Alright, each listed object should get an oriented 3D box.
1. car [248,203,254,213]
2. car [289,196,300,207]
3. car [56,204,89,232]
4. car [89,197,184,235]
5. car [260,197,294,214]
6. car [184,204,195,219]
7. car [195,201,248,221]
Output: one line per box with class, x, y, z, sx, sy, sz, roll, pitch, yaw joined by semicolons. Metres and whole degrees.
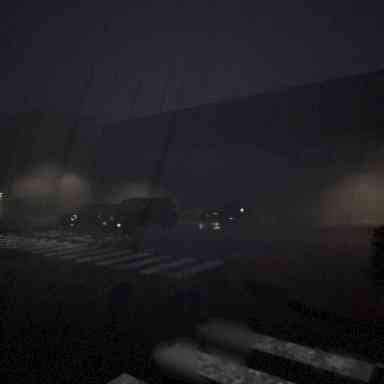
car;5.178;1.711;38.030;2.033;1.411;5.357;-1;0;36
car;15.155;1.484;51.608;2.097;1.767;4.553;-1;0;36
car;-6.575;1.550;21.990;2.097;1.767;4.553;-1;0;38
car;-3.207;1.375;20.541;2.150;2.045;5.566;-1;0;36
car;9.462;1.608;37.960;2.128;1.511;4.902;-1;0;36
car;-1.097;1.783;29.394;1.895;1.301;4.718;-1;0;36
car;2.624;1.641;28.563;1.837;1.490;4.892;-1;0;36
